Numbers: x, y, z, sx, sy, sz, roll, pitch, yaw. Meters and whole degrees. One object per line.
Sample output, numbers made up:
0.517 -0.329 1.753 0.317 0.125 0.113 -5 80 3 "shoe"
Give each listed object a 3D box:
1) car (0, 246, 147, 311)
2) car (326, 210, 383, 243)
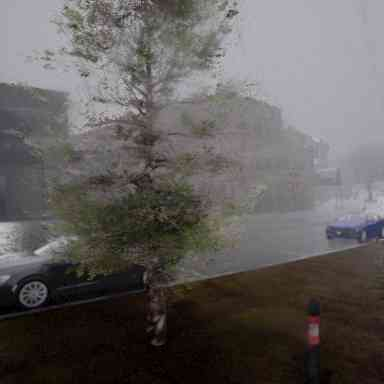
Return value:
-2.653 1.732 8.587 4.892 1.521 2.231 1 2 -36 "car"
9.488 1.911 19.069 5.008 1.535 2.097 1 -1 -43 "car"
